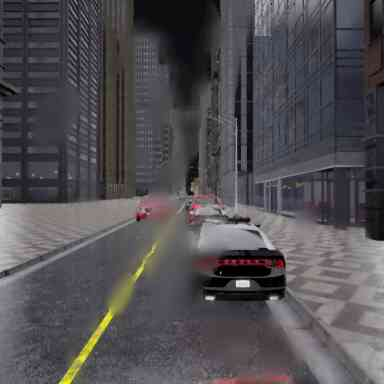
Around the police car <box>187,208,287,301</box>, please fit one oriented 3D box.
[{"bbox_3d":[0.908,1.433,8.508,1.930,1.638,5.238,0,0,0],"label":"police car"}]

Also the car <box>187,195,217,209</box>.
[{"bbox_3d":[0.927,1.260,24.432,2.150,2.045,5.566,0,0,0],"label":"car"}]

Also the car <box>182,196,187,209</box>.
[{"bbox_3d":[0.078,1.633,46.879,2.033,1.411,5.357,0,0,1],"label":"car"}]

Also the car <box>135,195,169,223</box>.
[{"bbox_3d":[-3.070,1.262,26.608,2.150,2.045,5.566,0,0,0],"label":"car"}]

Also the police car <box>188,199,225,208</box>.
[{"bbox_3d":[0.920,1.448,18.510,1.930,1.638,5.238,0,0,0],"label":"police car"}]
